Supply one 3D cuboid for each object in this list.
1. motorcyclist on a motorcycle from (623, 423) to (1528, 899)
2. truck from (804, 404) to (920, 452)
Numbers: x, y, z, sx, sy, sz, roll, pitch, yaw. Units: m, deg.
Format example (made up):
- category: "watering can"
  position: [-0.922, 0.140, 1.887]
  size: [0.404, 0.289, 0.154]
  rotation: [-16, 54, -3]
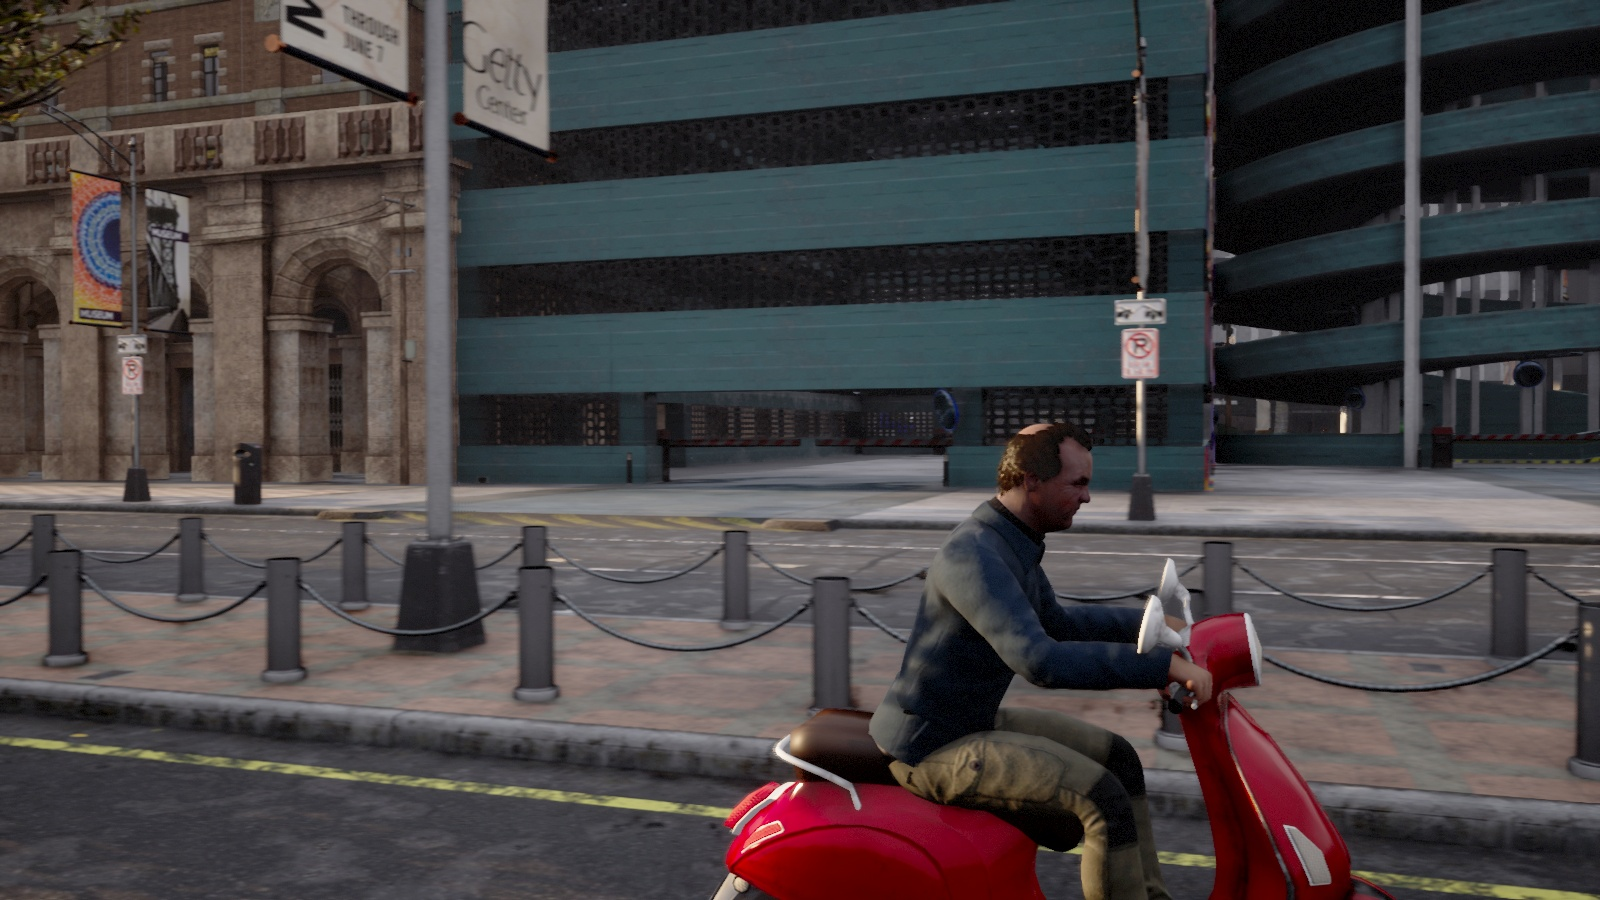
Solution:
- category: "motorcyclist on a motorcycle"
  position: [0.595, 0.734, 2.992]
  size: [1.817, 1.590, 0.866]
  rotation: [1, 1, 19]
- category: "truck"
  position: [4.544, -1.613, 92.067]
  size: [7.936, 3.462, 2.891]
  rotation: [1, 1, 18]
